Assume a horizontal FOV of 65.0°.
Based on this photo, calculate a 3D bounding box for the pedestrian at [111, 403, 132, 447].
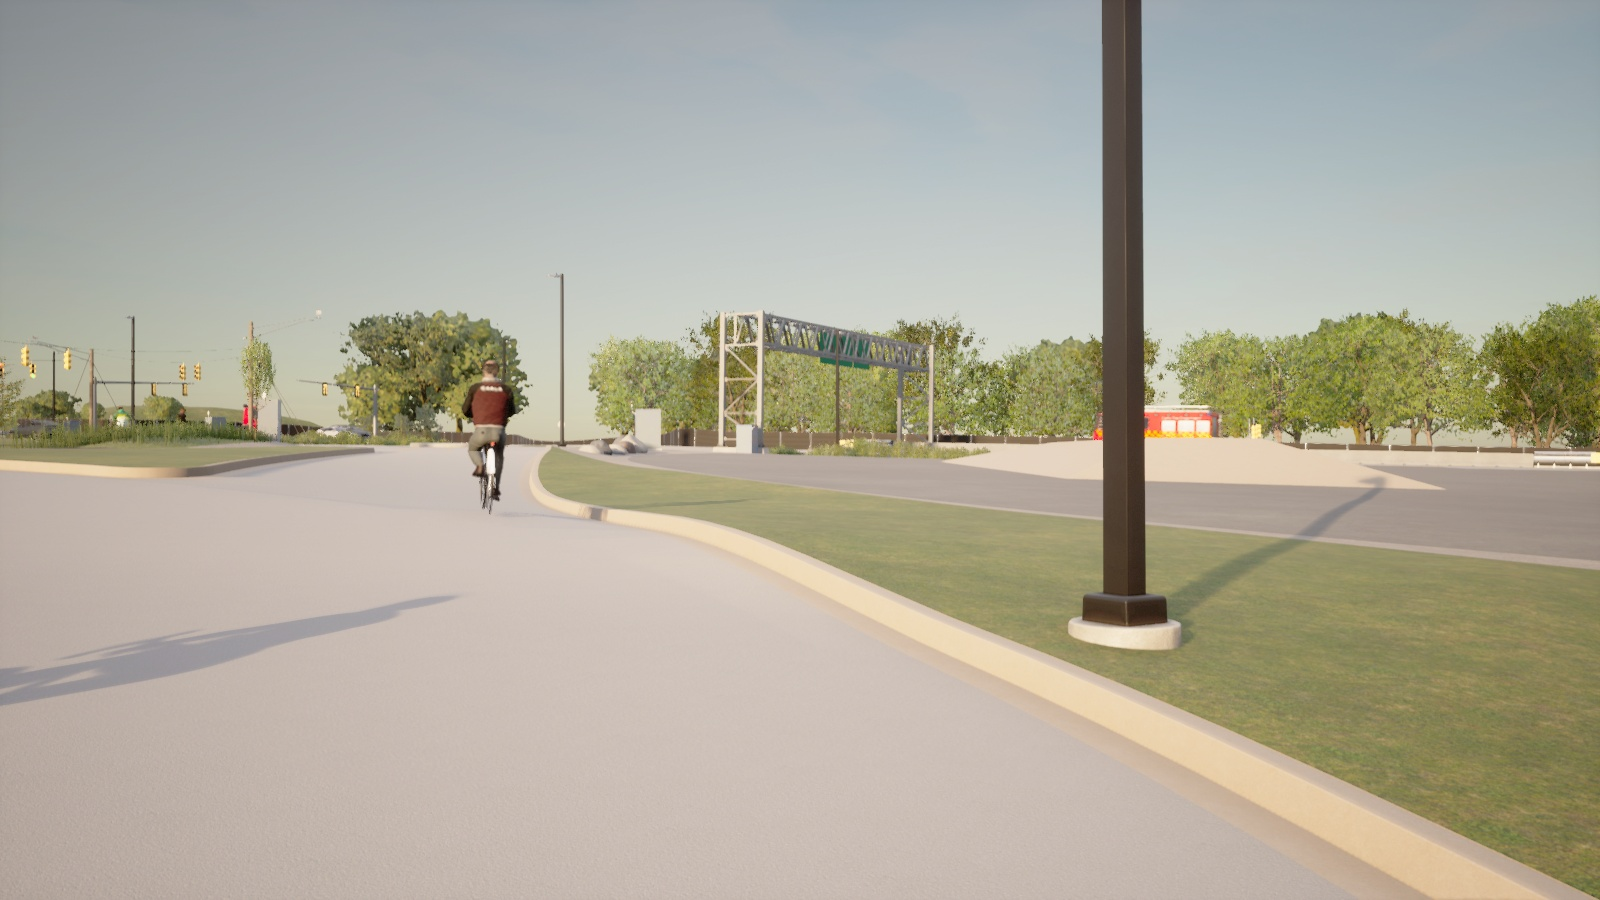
[{"bbox_3d":[-30.900,-1.123,57.188,0.659,1.952,0.873,0,-1,-40],"label":"pedestrian"}]

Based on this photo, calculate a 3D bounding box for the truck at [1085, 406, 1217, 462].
[{"bbox_3d":[24.885,-1.155,89.149,8.468,3.827,2.891,1,0,31],"label":"truck"}]

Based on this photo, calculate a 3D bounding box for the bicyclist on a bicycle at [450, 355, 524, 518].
[{"bbox_3d":[-3.687,-0.145,14.704,0.659,1.776,1.843,2,0,-18],"label":"bicyclist on a bicycle"}]
